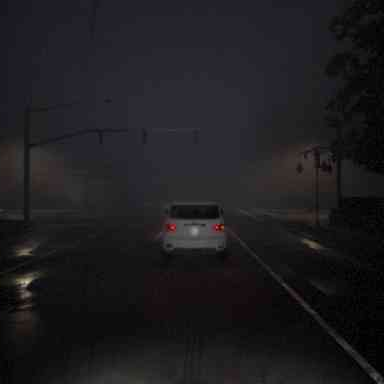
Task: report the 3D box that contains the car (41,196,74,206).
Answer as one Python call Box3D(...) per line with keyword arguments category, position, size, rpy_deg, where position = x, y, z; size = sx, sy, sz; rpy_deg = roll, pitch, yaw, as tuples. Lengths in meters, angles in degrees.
Box3D(category="car", position=(-23.306, 1.535, 56.757), size=(4.611, 1.667, 2.242), rpy_deg=(0, 0, 1))

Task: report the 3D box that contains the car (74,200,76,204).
Box3D(category="car", position=(-24.022, 1.720, 62.507), size=(3.806, 1.475, 1.970), rpy_deg=(0, 0, 1))

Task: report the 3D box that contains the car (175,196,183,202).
Box3D(category="car", position=(-3.281, 1.844, 86.672), size=(1.882, 1.535, 5.008), rpy_deg=(0, 0, 0))

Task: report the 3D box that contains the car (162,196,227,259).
Box3D(category="car", position=(0.087, 1.277, 12.934), size=(2.150, 2.045, 5.566), rpy_deg=(0, 0, 0))

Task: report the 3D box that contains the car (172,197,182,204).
Box3D(category="car", position=(-3.144, 1.837, 70.209), size=(2.033, 1.411, 5.357), rpy_deg=(0, 0, 0))

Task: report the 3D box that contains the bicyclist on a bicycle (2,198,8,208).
Box3D(category="bicyclist on a bicycle", position=(-29.044, 1.648, 51.542), size=(0.582, 1.620, 1.656), rpy_deg=(-10, 5, 0))
